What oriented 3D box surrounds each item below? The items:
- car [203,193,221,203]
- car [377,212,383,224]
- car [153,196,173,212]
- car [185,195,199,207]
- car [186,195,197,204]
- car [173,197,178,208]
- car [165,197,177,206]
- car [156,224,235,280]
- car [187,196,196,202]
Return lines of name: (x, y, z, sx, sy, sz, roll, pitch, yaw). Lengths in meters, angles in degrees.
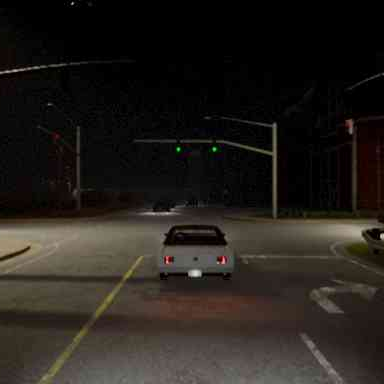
car: (4.134, 1.272, 68.416, 1.905, 1.878, 3.866, -8, 3, -42)
car: (15.116, 1.546, 22.230, 5.008, 1.535, 1.882, 0, 0, 1)
car: (-3.613, 1.598, 40.051, 1.812, 1.442, 4.674, 0, 0, 0)
car: (-0.022, 1.603, 52.644, 1.837, 1.490, 4.892, 0, 0, 0)
car: (-0.035, 1.428, 66.648, 2.097, 1.767, 4.553, 0, -1, 0)
car: (-3.609, 1.444, 48.954, 2.097, 1.767, 4.553, 0, 0, 0)
car: (-3.589, 1.613, 58.098, 1.837, 1.490, 4.892, 0, 0, 0)
car: (0.084, 1.620, 10.007, 1.895, 1.301, 4.718, 0, 0, 0)
car: (-0.032, 1.583, 75.871, 2.033, 1.411, 5.357, 0, 0, 0)
